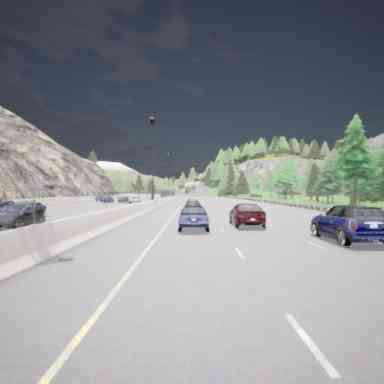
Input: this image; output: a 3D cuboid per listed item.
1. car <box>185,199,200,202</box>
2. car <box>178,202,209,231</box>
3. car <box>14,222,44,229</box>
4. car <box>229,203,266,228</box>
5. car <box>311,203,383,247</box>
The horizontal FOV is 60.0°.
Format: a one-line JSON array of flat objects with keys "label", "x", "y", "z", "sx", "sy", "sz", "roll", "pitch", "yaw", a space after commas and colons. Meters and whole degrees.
[{"label": "car", "x": 0.098, "y": 1.566, "z": 42.505, "sx": 1.994, "sy": 1.385, "sz": 4.181, "roll": 0, "pitch": 0, "yaw": 0}, {"label": "car", "x": 0.100, "y": 1.549, "z": 20.600, "sx": 2.033, "sy": 1.411, "sz": 5.357, "roll": 0, "pitch": 0, "yaw": 0}, {"label": "car", "x": -10.599, "y": 1.493, "z": 20.152, "sx": 2.128, "sy": 1.511, "sz": 4.902, "roll": 0, "pitch": 0, "yaw": 0}, {"label": "car", "x": 3.599, "y": 1.479, "z": 22.151, "sx": 1.882, "sy": 1.535, "sz": 5.008, "roll": 0, "pitch": 0, "yaw": 0}, {"label": "car", "x": 7.100, "y": 1.353, "z": 15.107, "sx": 2.097, "sy": 1.767, "sz": 4.553, "roll": 0, "pitch": 0, "yaw": 0}]
